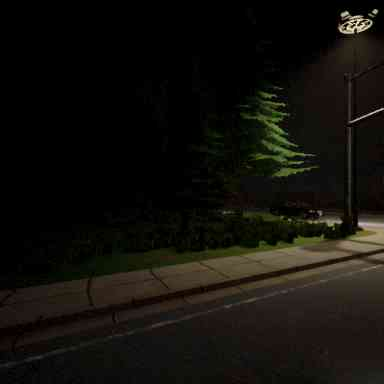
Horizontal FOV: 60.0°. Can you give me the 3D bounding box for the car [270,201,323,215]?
[{"bbox_3d":[8.864,1.518,28.570,2.128,1.511,4.902,0,0,-35],"label":"car"}]
